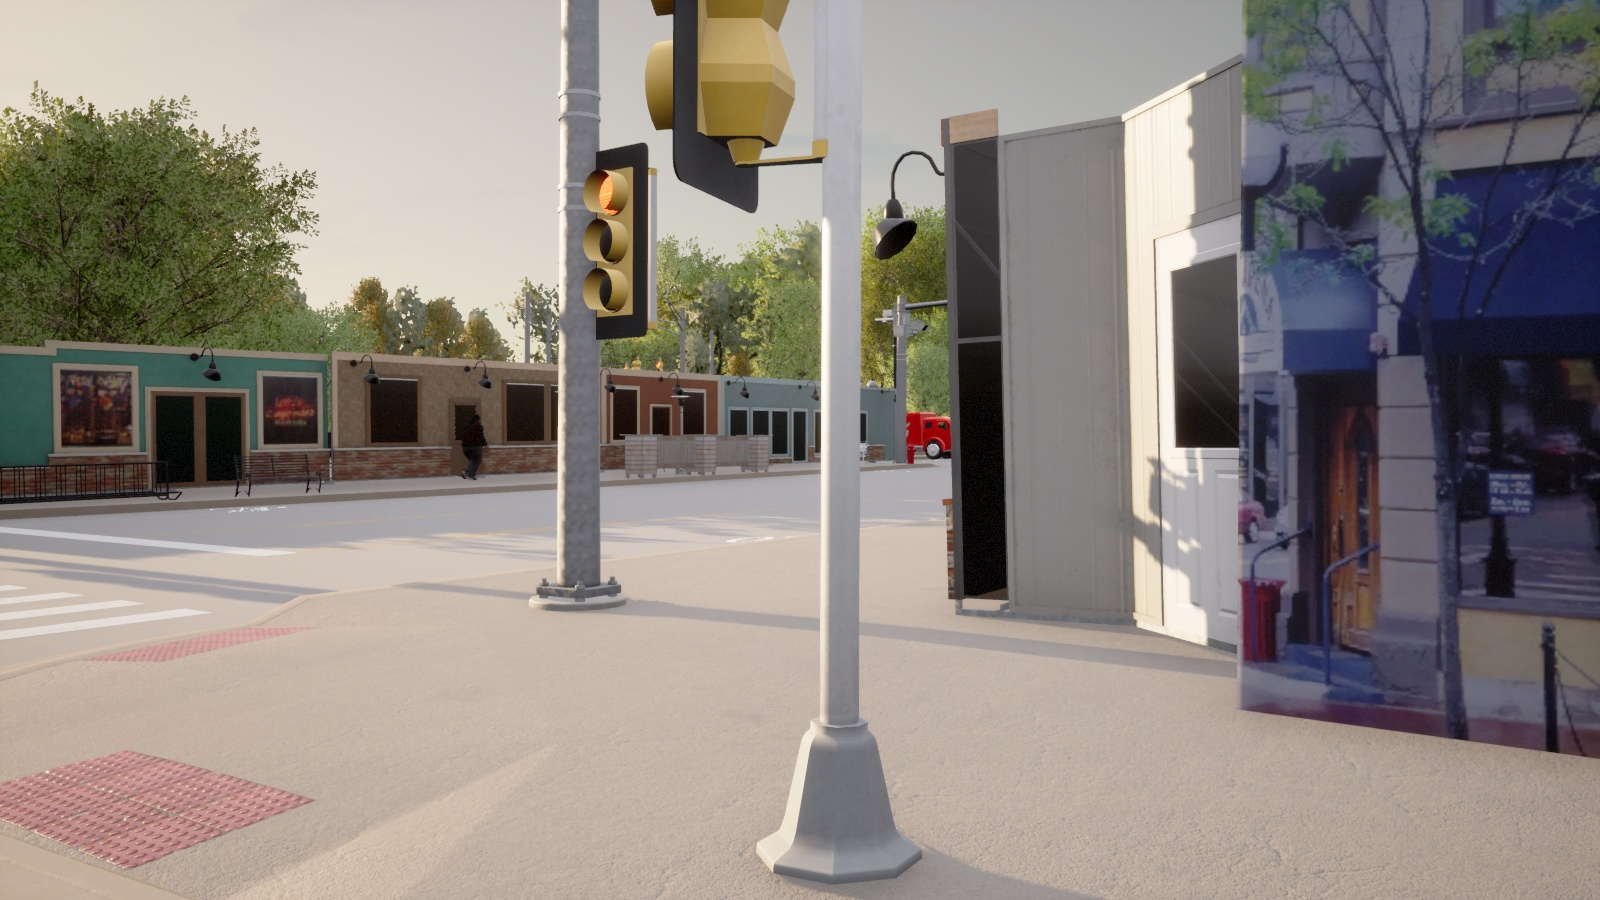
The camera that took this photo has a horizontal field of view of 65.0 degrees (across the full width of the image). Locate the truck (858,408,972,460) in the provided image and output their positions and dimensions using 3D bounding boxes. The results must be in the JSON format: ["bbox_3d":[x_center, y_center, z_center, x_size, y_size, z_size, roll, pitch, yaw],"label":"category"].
[{"bbox_3d":[6.028,-0.823,65.672,5.204,2.467,2.627,-3,0,29],"label":"truck"}]

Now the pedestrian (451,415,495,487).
[{"bbox_3d":[-8.518,0.023,32.742,0.634,1.844,0.899,0,1,33],"label":"pedestrian"}]
